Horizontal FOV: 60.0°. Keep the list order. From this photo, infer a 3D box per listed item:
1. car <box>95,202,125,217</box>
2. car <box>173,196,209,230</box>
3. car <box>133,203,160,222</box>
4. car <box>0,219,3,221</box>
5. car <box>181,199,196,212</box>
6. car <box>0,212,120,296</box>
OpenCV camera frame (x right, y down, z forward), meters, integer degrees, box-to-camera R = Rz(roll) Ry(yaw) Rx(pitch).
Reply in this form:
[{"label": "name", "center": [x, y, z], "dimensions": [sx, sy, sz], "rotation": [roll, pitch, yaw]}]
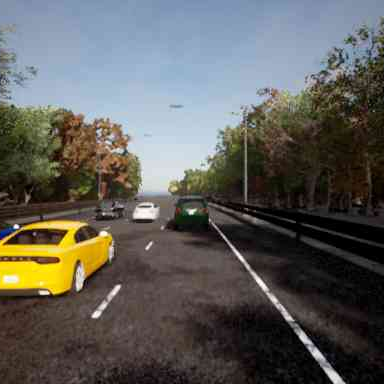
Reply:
[{"label": "car", "center": [-7.217, 1.599, 29.577], "dimensions": [2.128, 1.511, 4.902], "rotation": [0, 0, -1]}, {"label": "car", "center": [-0.081, 1.299, 21.983], "dimensions": [2.150, 2.045, 5.566], "rotation": [0, 0, -1]}, {"label": "car", "center": [-3.668, 1.623, 27.082], "dimensions": [1.812, 1.442, 4.674], "rotation": [0, 0, -1]}, {"label": "car", "center": [-6.955, 1.518, 10.747], "dimensions": [1.882, 1.535, 5.008], "rotation": [0, 0, 0]}, {"label": "car", "center": [-0.521, 1.678, 42.263], "dimensions": [1.812, 1.442, 4.674], "rotation": [0, 0, -2]}, {"label": "car", "center": [-3.442, 1.510, 8.783], "dimensions": [1.882, 1.535, 5.008], "rotation": [0, 0, 0]}]
